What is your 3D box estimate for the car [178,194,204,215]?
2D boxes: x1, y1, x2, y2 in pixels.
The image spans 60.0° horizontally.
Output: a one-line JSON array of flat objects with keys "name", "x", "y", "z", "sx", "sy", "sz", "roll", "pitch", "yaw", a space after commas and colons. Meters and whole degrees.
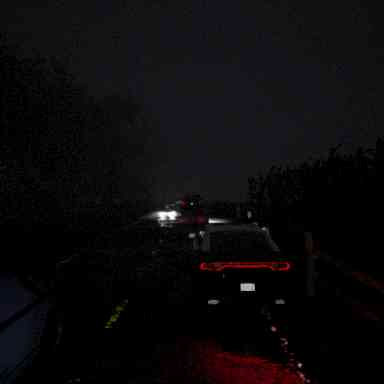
[{"name": "car", "x": 0.009, "y": 1.216, "z": 33.851, "sx": 2.150, "sy": 2.045, "sz": 5.566, "roll": 0, "pitch": 0, "yaw": 0}]

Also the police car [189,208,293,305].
[{"name": "police car", "x": 0.948, "y": 1.423, "z": 8.268, "sx": 1.930, "sy": 1.638, "sz": 5.238, "roll": 0, "pitch": 0, "yaw": 0}]

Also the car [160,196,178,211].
[{"name": "car", "x": -2.815, "y": 1.485, "z": 40.210, "sx": 2.128, "sy": 1.511, "sz": 4.902, "roll": 0, "pitch": 0, "yaw": 0}]

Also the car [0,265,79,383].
[{"name": "car", "x": -2.757, "y": 1.546, "z": 3.199, "sx": 2.033, "sy": 1.411, "sz": 5.357, "roll": 0, "pitch": 0, "yaw": 0}]

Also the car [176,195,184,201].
[{"name": "car", "x": -2.880, "y": 1.562, "z": 80.979, "sx": 1.994, "sy": 1.385, "sz": 4.181, "roll": 0, "pitch": 0, "yaw": 0}]
